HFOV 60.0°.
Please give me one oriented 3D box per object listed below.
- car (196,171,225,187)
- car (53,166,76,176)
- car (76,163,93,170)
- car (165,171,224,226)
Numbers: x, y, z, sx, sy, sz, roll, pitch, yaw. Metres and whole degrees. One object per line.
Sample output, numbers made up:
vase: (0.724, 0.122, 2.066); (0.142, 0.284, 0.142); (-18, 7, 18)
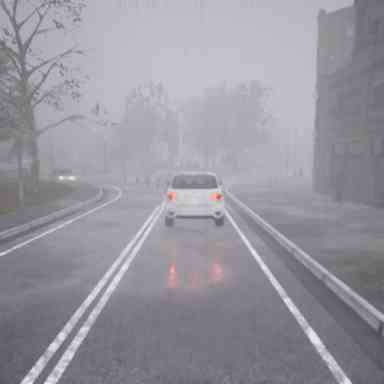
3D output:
car: (1.955, -1.410, 33.998); (1.895, 1.301, 4.718); (2, 6, 16)
car: (-19.902, -3.277, 51.210); (1.895, 1.301, 4.718); (-5, 8, -35)
car: (-22.467, -5.281, 68.962); (1.994, 1.385, 4.181); (2, 7, 16)
car: (0.086, 0.112, 13.854); (2.150, 2.045, 5.566); (0, 5, 0)
